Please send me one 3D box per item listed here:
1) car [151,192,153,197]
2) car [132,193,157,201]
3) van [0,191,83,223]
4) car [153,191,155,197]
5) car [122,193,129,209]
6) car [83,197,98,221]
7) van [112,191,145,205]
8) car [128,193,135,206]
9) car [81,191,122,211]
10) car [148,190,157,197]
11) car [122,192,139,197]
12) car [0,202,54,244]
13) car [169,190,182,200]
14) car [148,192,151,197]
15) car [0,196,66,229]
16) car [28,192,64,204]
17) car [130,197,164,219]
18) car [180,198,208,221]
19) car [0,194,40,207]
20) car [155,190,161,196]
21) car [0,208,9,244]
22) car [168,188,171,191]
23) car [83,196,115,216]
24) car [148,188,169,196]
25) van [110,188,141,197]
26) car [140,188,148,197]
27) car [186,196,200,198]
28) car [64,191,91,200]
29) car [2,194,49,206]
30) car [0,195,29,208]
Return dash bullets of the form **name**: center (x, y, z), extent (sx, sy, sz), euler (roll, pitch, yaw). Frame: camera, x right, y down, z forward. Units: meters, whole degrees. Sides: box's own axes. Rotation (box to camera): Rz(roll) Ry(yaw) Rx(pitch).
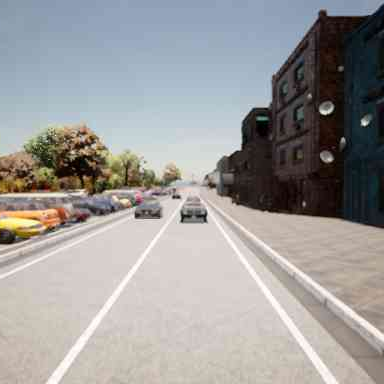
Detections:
- **car**: center (-9.190, 0.998, 53.582), extent (4.792, 1.488, 2.163), euler (0, 1, 0)
- **car**: center (-9.166, 0.886, 64.573), extent (4.674, 1.452, 2.002), euler (-1, 1, 1)
- **van**: center (-9.310, 1.106, 20.119), extent (4.442, 1.987, 1.878), euler (0, 1, 0)
- **car**: center (-9.205, 0.978, 56.366), extent (4.674, 1.452, 2.002), euler (0, 1, 0)
- **car**: center (-9.346, 1.187, 34.101), extent (4.892, 1.521, 2.231), euler (0, 1, 0)
- **car**: center (-9.380, 1.332, 22.968), extent (4.792, 1.488, 2.163), euler (0, 1, 0)
- **van**: center (-9.138, 0.807, 47.889), extent (4.442, 1.987, 1.878), euler (0, 1, 0)
- **car**: center (-9.508, 1.152, 36.885), extent (5.366, 1.575, 1.946), euler (0, 1, 0)
- **car**: center (-9.326, 1.091, 31.315), extent (4.553, 1.767, 2.185), euler (0, 1, 0)
- **car**: center (-9.214, 0.936, 59.149), extent (4.792, 1.488, 2.163), euler (0, 1, 0)
- **car**: center (-9.299, 1.126, 39.667), extent (4.892, 1.521, 2.231), euler (0, 1, 0)
- **car**: center (-9.276, 1.382, 14.617), extent (5.366, 1.575, 1.946), euler (0, 1, 0)
- **car**: center (-3.106, 0.866, 67.225), extent (1.895, 1.301, 4.718), euler (0, 1, 0)
- **car**: center (-9.230, 1.001, 50.799), extent (4.892, 1.521, 2.231), euler (0, 1, 0)
- **car**: center (-9.412, 1.232, 17.400), extent (4.553, 1.767, 2.185), euler (0, 1, 0)
- **car**: center (-22.285, 0.873, 50.874), extent (4.553, 1.767, 2.185), euler (0, 1, 0)
- **car**: center (-3.311, 1.314, 26.204), extent (1.994, 1.385, 4.181), euler (0, 1, 0)
- **car**: center (0.133, 1.368, 24.604), extent (1.895, 1.301, 4.718), euler (0, 1, 0)
- **car**: center (-22.373, 1.093, 42.523), extent (5.008, 1.535, 2.097), euler (0, 1, 0)
- **car**: center (-8.982, 0.872, 61.930), extent (5.366, 1.575, 1.946), euler (0, 1, 0)
- **car**: center (-9.481, 1.452, 11.836), extent (4.674, 1.452, 2.002), euler (0, 1, 0)
- **car**: center (-9.149, 0.353, 93.556), extent (4.674, 1.452, 2.002), euler (0, 1, 1)
- **car**: center (-9.377, 1.285, 28.535), extent (4.674, 1.452, 2.002), euler (0, 1, 0)
- **car**: center (-9.226, 0.417, 87.904), extent (4.792, 1.488, 2.163), euler (0, 1, 1)
- **van**: center (-9.172, 0.868, 42.447), extent (4.442, 1.987, 1.878), euler (0, 1, 0)
- **car**: center (-9.243, 0.812, 45.230), extent (5.566, 2.045, 2.435), euler (0, 1, 0)
- **car**: center (0.180, 1.138, 42.093), extent (1.994, 1.385, 4.181), euler (0, 1, 0)
- **car**: center (-22.199, 0.716, 64.799), extent (4.553, 1.767, 2.185), euler (0, 1, 0)
- **car**: center (-22.537, 1.060, 45.183), extent (5.366, 1.575, 1.946), euler (0, 1, 0)
- **car**: center (-22.355, 1.153, 39.737), extent (4.792, 1.488, 2.163), euler (0, 1, 0)
